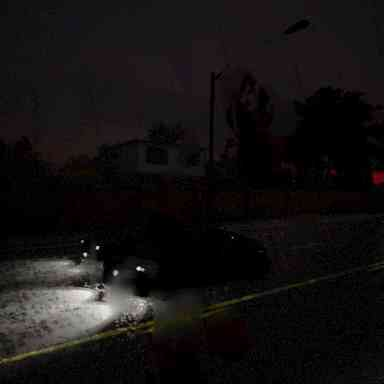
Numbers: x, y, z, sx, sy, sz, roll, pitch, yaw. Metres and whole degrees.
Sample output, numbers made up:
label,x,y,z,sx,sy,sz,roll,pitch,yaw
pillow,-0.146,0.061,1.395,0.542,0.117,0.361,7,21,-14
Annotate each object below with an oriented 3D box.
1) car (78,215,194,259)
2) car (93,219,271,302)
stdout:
label,x,y,z,sx,sy,sz,roll,pitch,yaw
car,-1.115,1.539,11.796,5.357,1.411,2.033,0,0,-36
car,-0.001,1.558,8.290,4.181,1.385,1.994,0,0,-35
